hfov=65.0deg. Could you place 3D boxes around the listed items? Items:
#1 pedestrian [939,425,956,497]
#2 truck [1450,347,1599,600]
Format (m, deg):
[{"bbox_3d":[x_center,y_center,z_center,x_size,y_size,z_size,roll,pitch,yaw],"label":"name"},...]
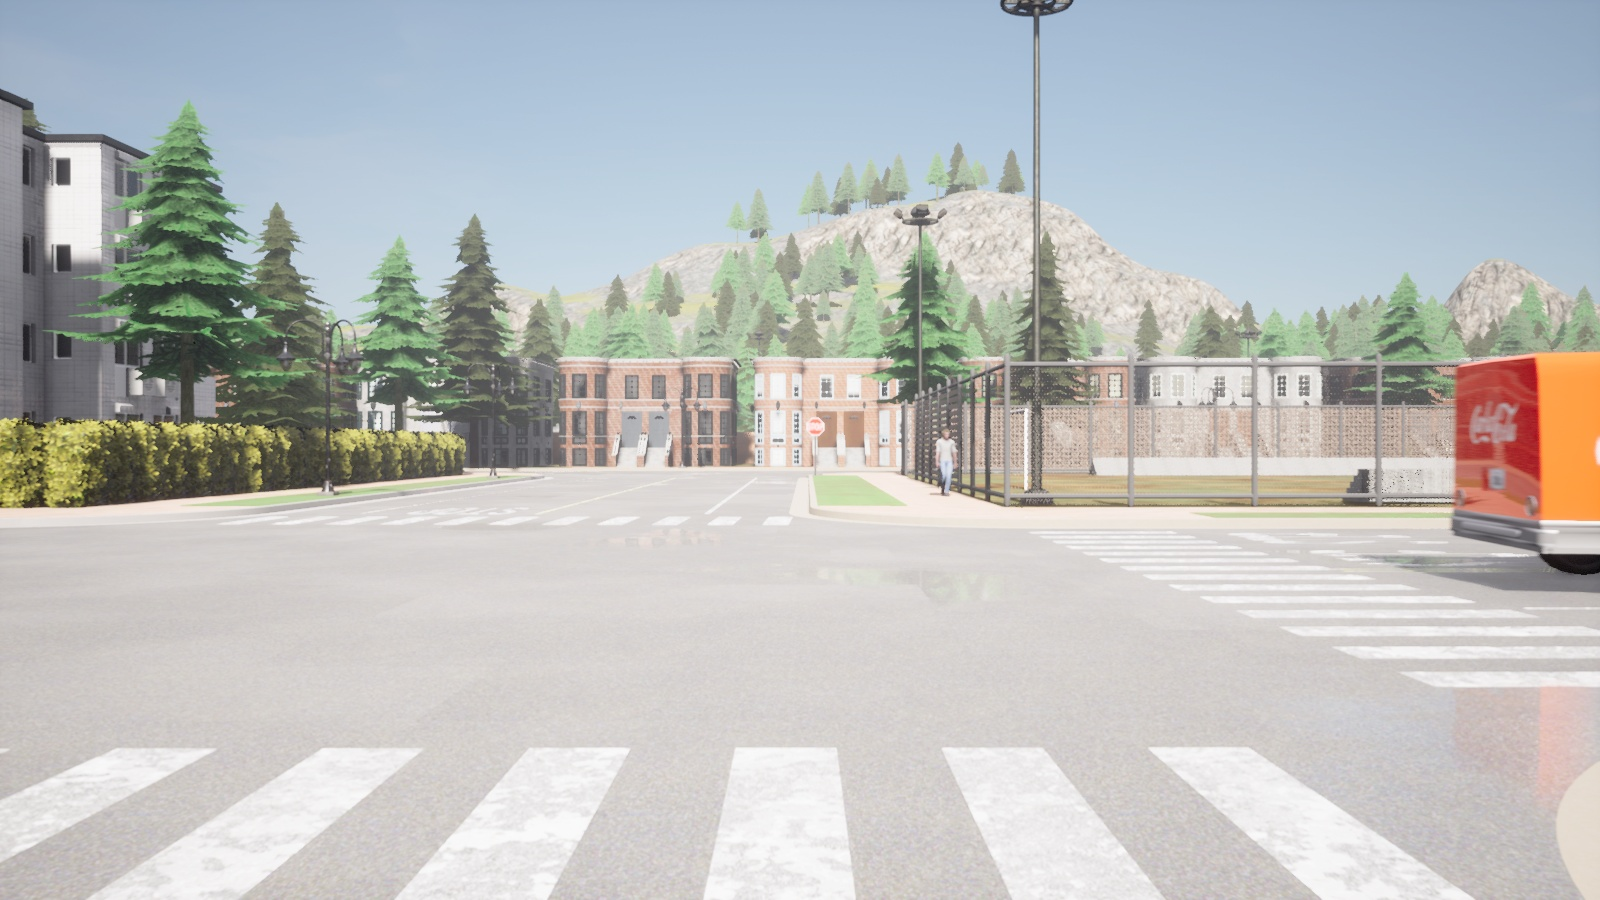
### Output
[{"bbox_3d":[3.832,0.284,32.682,0.354,1.836,0.706,0,0,-1],"label":"pedestrian"},{"bbox_3d":[10.121,0.223,13.256,5.204,2.467,2.627,0,0,7],"label":"truck"}]
